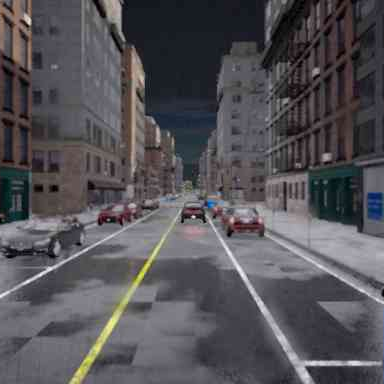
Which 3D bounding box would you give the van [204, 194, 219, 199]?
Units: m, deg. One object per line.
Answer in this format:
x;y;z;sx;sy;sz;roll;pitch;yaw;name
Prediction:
2.657;1.357;40.167;1.690;1.788;3.998;0;0;0;van

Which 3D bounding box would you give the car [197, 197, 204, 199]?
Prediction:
0.119;1.617;41.573;1.895;1.301;4.718;0;0;0;car

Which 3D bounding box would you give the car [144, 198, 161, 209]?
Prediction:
-5.365;1.583;45.682;1.947;1.339;4.313;0;0;0;car

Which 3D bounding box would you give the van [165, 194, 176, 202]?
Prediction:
-5.369;1.363;77.646;1.690;1.788;3.998;0;0;0;van

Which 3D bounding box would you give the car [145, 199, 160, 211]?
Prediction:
-5.368;1.561;40.171;1.887;1.381;4.507;0;0;0;car

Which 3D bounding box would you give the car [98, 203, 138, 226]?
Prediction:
-5.376;1.555;23.638;1.887;1.381;4.507;0;0;0;car

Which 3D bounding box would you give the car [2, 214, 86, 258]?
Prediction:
-5.382;1.556;12.616;2.008;1.369;4.403;0;0;0;car

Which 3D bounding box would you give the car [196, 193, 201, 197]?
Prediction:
2.746;1.338;83.049;2.192;1.841;5.009;0;0;0;car

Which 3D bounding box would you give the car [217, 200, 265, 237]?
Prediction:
2.646;1.448;18.123;1.967;1.590;4.097;0;0;0;car

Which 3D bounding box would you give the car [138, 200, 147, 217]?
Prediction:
-5.374;1.594;29.149;1.802;1.307;4.206;0;0;0;car

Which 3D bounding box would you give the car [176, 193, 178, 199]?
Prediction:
-5.361;1.589;88.458;1.947;1.339;4.313;0;0;0;car

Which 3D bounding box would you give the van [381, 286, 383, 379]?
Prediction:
2.638;1.342;1.590;1.690;1.788;3.998;0;0;0;van

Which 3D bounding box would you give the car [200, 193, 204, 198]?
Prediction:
2.660;1.332;45.679;2.192;1.841;5.009;0;0;0;car

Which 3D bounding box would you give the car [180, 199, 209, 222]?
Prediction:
0.112;1.516;26.036;1.837;1.490;4.892;0;0;0;car

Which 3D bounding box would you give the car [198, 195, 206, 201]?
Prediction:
2.744;1.574;88.456;2.008;1.369;4.403;0;0;0;car

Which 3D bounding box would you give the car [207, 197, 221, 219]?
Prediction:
2.651;1.452;29.145;1.967;1.590;4.097;0;0;0;car
